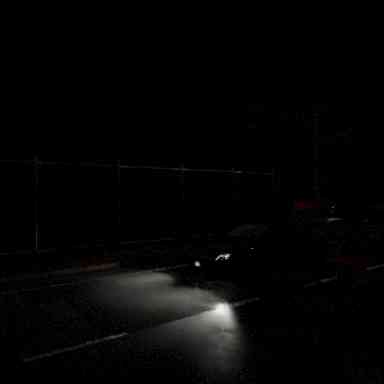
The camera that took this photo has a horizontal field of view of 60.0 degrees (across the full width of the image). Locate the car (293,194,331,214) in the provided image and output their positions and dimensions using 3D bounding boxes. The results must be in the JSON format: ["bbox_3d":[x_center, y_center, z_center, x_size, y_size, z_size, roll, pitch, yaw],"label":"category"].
[{"bbox_3d":[11.936,1.276,32.678,2.150,2.045,5.566,0,0,-36],"label":"car"}]

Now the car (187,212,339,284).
[{"bbox_3d":[2.048,1.526,9.693,4.674,1.442,1.812,0,0,-35],"label":"car"}]

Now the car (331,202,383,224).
[{"bbox_3d":[13.257,1.572,24.841,1.812,1.442,4.674,0,-1,-36],"label":"car"}]
